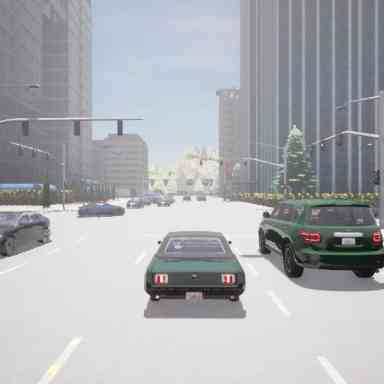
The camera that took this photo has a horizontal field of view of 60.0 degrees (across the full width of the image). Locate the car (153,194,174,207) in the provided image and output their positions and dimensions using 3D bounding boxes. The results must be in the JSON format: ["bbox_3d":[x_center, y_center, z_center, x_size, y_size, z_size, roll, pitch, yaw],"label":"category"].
[{"bbox_3d":[-4.393,1.491,52.207,2.128,1.511,4.902,0,0,-1],"label":"car"}]

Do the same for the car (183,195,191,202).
[{"bbox_3d":[-1.201,1.500,78.449,1.837,1.490,4.892,0,0,-1],"label":"car"}]

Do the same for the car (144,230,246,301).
[{"bbox_3d":[0.065,1.601,8.255,1.895,1.301,4.718,0,0,0],"label":"car"}]

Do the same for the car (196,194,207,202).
[{"bbox_3d":[2.295,1.348,78.721,2.097,1.767,4.553,0,0,-1],"label":"car"}]

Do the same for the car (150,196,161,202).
[{"bbox_3d":[-8.149,1.552,74.920,1.994,1.385,4.181,0,0,-1],"label":"car"}]

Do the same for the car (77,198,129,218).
[{"bbox_3d":[-8.273,1.564,30.378,4.181,1.385,1.994,0,0,-26],"label":"car"}]

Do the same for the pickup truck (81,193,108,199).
[{"bbox_3d":[-21.247,1.059,73.288,2.390,2.098,6.274,0,0,30],"label":"pickup truck"}]

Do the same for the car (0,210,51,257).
[{"bbox_3d":[-7.176,1.491,12.969,2.128,1.511,4.902,0,0,-1],"label":"car"}]

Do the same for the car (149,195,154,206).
[{"bbox_3d":[-7.938,1.564,55.455,1.994,1.385,4.181,0,0,-1],"label":"car"}]

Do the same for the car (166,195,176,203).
[{"bbox_3d":[-4.616,1.478,72.771,1.882,1.535,5.008,0,0,-1],"label":"car"}]

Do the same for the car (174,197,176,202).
[{"bbox_3d":[-4.518,1.491,62.462,2.128,1.511,4.902,0,0,0],"label":"car"}]

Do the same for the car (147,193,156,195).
[{"bbox_3d":[-8.036,1.221,64.937,2.150,2.045,5.566,0,0,0],"label":"car"}]

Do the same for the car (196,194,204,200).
[{"bbox_3d":[2.138,1.386,89.002,1.882,1.535,5.008,0,0,-1],"label":"car"}]

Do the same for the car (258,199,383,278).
[{"bbox_3d":[3.575,1.221,10.288,2.150,2.045,5.566,0,0,0],"label":"car"}]

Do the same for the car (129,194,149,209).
[{"bbox_3d":[-7.869,1.491,46.544,2.128,1.511,4.902,0,0,1],"label":"car"}]
